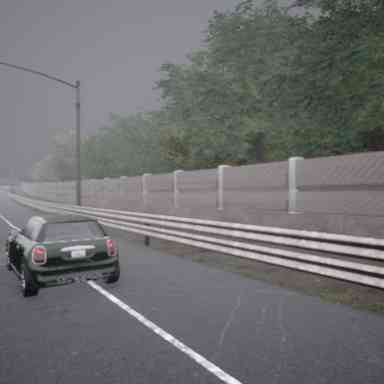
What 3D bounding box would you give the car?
[{"bbox_3d":[-3.699,1.395,9.101,2.097,1.767,4.553,0,0,-34],"label":"car"}]
